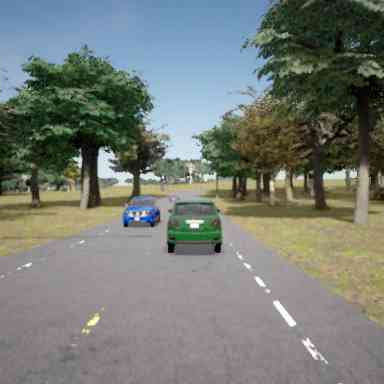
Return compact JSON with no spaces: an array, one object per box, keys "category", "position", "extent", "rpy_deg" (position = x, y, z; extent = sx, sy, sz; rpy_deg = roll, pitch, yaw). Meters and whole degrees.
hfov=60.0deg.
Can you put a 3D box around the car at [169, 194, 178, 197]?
[{"category":"car","position":[-3.480,1.195,65.164],"extent":[1.812,1.442,4.674],"rpy_deg":[0,1,0]}]

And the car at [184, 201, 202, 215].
[{"category":"car","position":[0.119,1.709,36.845],"extent":[1.895,1.301,4.718],"rpy_deg":[0,1,0]}]

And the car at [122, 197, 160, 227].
[{"category":"car","position":[-3.583,1.392,24.477],"extent":[2.150,2.045,5.566],"rpy_deg":[0,0,0]}]

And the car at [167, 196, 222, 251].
[{"category":"car","position":[0.102,1.346,14.766],"extent":[2.150,2.045,5.566],"rpy_deg":[0,-1,0]}]
